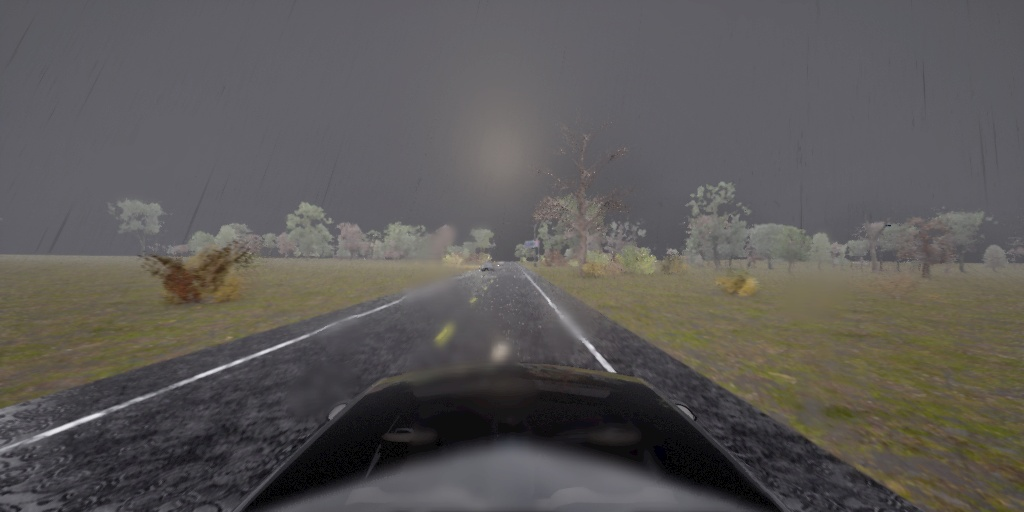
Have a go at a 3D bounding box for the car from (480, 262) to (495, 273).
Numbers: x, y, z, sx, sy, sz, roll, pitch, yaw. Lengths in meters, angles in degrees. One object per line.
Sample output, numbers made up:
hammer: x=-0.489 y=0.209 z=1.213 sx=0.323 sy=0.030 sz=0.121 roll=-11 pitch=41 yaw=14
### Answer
car: x=-3.505 y=1.619 z=52.219 sx=1.837 sy=1.490 sz=4.892 roll=0 pitch=-1 yaw=0
